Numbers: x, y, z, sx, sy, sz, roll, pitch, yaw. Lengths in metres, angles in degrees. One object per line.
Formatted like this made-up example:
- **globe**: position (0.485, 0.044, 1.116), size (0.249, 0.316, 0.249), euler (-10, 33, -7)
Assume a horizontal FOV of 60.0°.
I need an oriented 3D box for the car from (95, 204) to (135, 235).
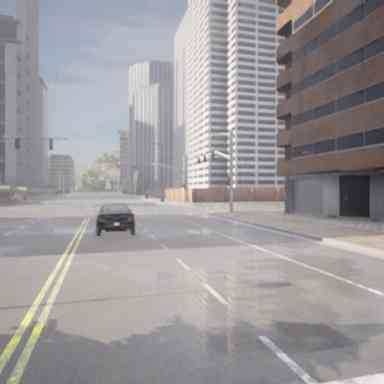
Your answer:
- **car**: position (-4.198, 1.379, 18.139), size (1.882, 1.535, 5.008), euler (0, 0, -15)
